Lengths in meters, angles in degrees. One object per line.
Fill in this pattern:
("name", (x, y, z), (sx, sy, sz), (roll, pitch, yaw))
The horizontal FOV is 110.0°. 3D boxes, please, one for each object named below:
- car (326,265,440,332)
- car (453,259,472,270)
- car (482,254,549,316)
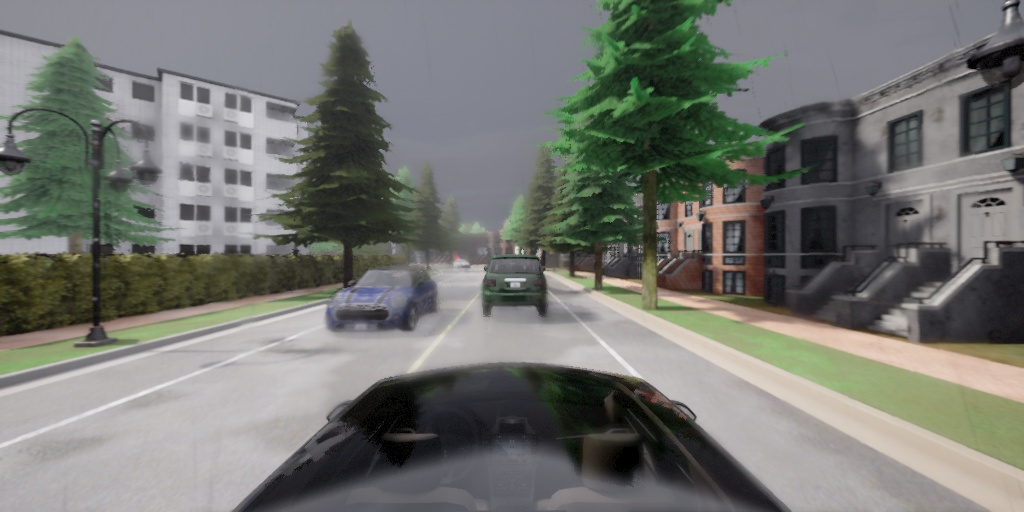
("car", (-3.601, 1.095, 10.787), (2.097, 1.767, 4.553), (0, 0, 0))
("car", (-7.276, 1.235, 52.235), (1.812, 1.442, 4.674), (0, 0, -22))
("car", (0.101, 0.962, 13.406), (2.150, 2.045, 5.566), (0, 0, 0))
